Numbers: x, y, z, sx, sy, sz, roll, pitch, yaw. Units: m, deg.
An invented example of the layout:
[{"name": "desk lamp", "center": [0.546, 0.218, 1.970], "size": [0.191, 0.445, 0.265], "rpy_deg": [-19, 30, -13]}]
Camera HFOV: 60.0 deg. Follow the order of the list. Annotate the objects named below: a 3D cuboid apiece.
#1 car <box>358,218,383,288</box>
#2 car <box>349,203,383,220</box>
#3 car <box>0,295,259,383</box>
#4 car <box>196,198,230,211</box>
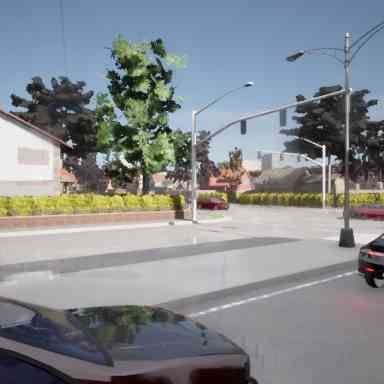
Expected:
[{"name": "car", "center": [5.935, 1.491, 8.018], "size": [4.902, 1.511, 2.128], "rpy_deg": [0, 0, -35]}, {"name": "car", "center": [14.789, 1.564, 26.448], "size": [4.181, 1.385, 1.994], "rpy_deg": [0, 0, 42]}, {"name": "car", "center": [-1.984, 1.547, 2.333], "size": [5.357, 1.411, 2.033], "rpy_deg": [0, 0, -35]}, {"name": "car", "center": [2.526, 1.477, 40.872], "size": [1.882, 1.535, 5.008], "rpy_deg": [0, 0, -36]}]
